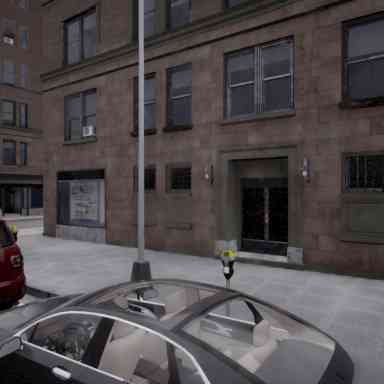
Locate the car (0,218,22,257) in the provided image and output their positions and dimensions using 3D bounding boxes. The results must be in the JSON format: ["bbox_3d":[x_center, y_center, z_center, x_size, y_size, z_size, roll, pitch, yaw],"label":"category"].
[{"bbox_3d":[-5.209,1.315,6.352,5.009,1.841,2.192,0,0,34],"label":"car"}]

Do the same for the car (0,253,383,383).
[{"bbox_3d":[-0.515,1.551,3.150,4.403,1.369,2.008,0,0,34],"label":"car"}]
